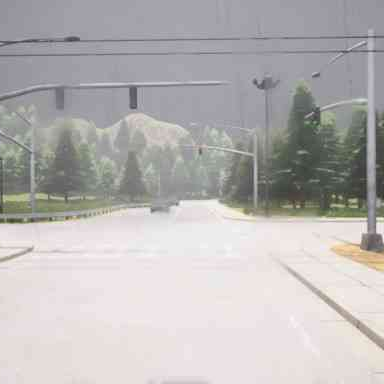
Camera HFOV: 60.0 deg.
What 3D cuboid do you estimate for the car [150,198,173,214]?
[{"bbox_3d":[-3.518,1.678,37.584,1.994,1.385,4.181,0,0,0],"label":"car"}]

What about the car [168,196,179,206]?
[{"bbox_3d":[-3.365,1.513,56.708,2.097,1.767,4.553,0,0,1],"label":"car"}]
